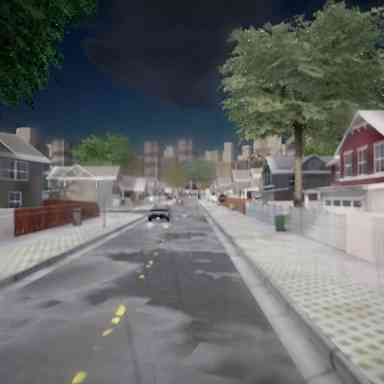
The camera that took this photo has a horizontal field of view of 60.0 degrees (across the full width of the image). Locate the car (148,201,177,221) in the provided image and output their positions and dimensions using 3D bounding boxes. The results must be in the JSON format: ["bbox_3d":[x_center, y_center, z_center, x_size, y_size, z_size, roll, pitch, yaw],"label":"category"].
[{"bbox_3d":[-2.762,1.798,29.729,2.033,1.411,5.357,0,0,0],"label":"car"}]

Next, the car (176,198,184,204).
[{"bbox_3d":[-2.777,2.096,77.742,2.128,1.511,4.902,0,0,0],"label":"car"}]
